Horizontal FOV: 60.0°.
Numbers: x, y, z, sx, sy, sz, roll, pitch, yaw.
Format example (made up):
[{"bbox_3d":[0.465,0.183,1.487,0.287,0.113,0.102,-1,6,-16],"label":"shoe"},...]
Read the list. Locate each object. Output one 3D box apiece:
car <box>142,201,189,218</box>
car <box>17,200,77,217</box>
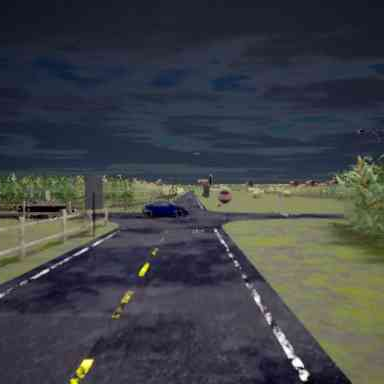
[{"bbox_3d":[-2.355,1.528,29.585,4.181,1.385,1.994,0,1,-1],"label":"car"},{"bbox_3d":[-12.743,1.421,29.405,4.902,1.511,2.128,0,1,-1],"label":"car"}]
